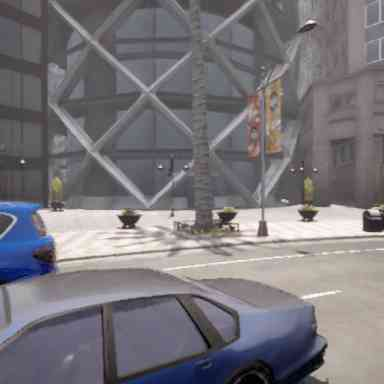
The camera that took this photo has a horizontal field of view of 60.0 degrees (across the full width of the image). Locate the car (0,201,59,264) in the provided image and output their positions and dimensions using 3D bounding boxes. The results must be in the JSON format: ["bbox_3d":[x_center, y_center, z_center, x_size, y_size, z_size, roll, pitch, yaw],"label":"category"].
[{"bbox_3d":[-4.798,1.186,4.646,5.566,2.045,2.150,0,0,-34],"label":"car"}]

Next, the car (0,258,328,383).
[{"bbox_3d":[-1.103,1.520,3.022,5.357,1.411,2.033,0,1,-32],"label":"car"}]
